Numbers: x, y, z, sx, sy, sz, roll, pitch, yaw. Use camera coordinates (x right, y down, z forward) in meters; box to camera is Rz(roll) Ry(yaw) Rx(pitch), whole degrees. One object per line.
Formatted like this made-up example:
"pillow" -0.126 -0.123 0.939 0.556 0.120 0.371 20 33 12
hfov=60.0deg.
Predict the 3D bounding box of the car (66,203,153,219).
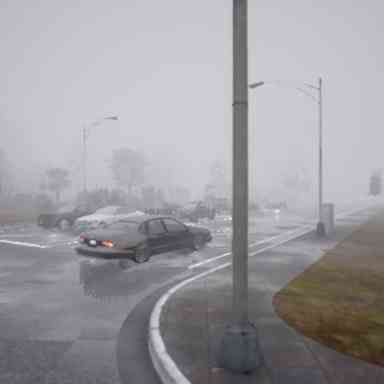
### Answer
"car" -4.613 1.538 19.306 1.812 1.442 4.674 0 0 32

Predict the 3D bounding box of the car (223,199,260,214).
"car" 5.662 1.506 35.565 2.128 1.511 4.902 0 0 32

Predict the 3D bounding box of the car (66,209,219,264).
"car" -1.439 1.554 11.962 2.033 1.411 5.357 0 0 37

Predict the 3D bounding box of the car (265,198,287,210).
"car" 11.214 1.540 44.267 1.812 1.442 4.674 0 0 33

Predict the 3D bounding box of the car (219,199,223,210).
"car" 3.006 1.508 37.907 2.128 1.511 4.902 0 0 33

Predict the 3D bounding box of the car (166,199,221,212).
"car" 0.242 1.539 26.997 1.812 1.442 4.674 0 0 32

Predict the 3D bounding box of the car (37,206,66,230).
"car" -7.429 1.492 21.405 1.882 1.535 5.008 0 0 32

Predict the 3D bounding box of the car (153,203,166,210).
"car" -2.444 1.616 29.305 1.895 1.301 4.718 0 0 32
